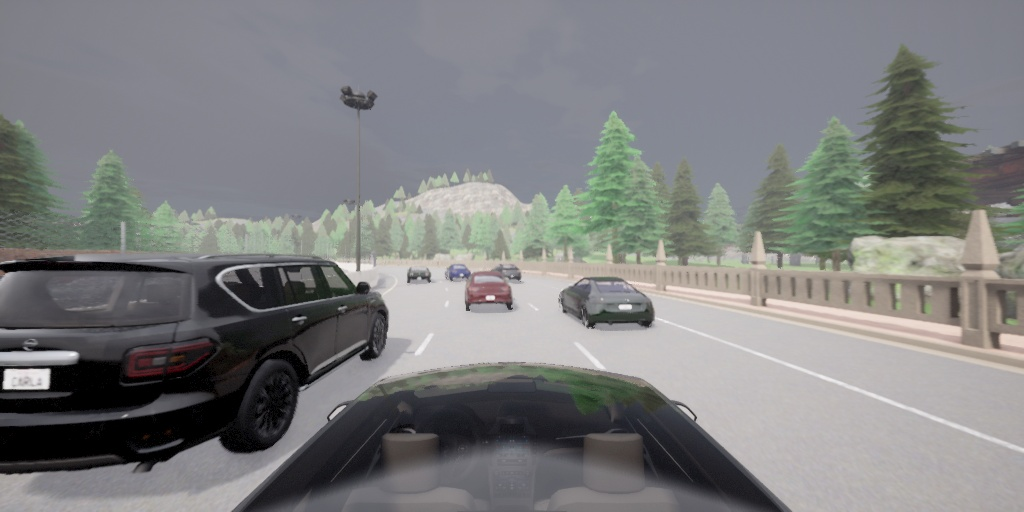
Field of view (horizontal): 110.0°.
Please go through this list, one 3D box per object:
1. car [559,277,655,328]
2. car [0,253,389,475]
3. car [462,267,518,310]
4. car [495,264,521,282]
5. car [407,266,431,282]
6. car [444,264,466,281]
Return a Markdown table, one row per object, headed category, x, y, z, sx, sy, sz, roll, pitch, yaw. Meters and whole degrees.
| category | x | y | z | sx | sy | sz | roll | pitch | yaw |
| --- | --- | --- | --- | --- | --- | --- | --- | --- | --- |
| car | 2.874 | 1.358 | 11.671 | 1.994 | 1.385 | 4.181 | 0 | 0 | -5 |
| car | -3.605 | 0.998 | 5.272 | 2.150 | 2.045 | 5.566 | 0 | 0 | -2 |
| car | -1.069 | 1.346 | 15.095 | 1.812 | 1.442 | 4.674 | 0 | 0 | -7 |
| car | -0.623 | 1.386 | 30.098 | 2.128 | 1.511 | 4.902 | 0 | 0 | -15 |
| car | -8.045 | 1.515 | 30.773 | 1.895 | 1.301 | 4.718 | 0 | 0 | -17 |
| car | -4.911 | 1.440 | 32.247 | 1.812 | 1.442 | 4.674 | 0 | 0 | -17 |
